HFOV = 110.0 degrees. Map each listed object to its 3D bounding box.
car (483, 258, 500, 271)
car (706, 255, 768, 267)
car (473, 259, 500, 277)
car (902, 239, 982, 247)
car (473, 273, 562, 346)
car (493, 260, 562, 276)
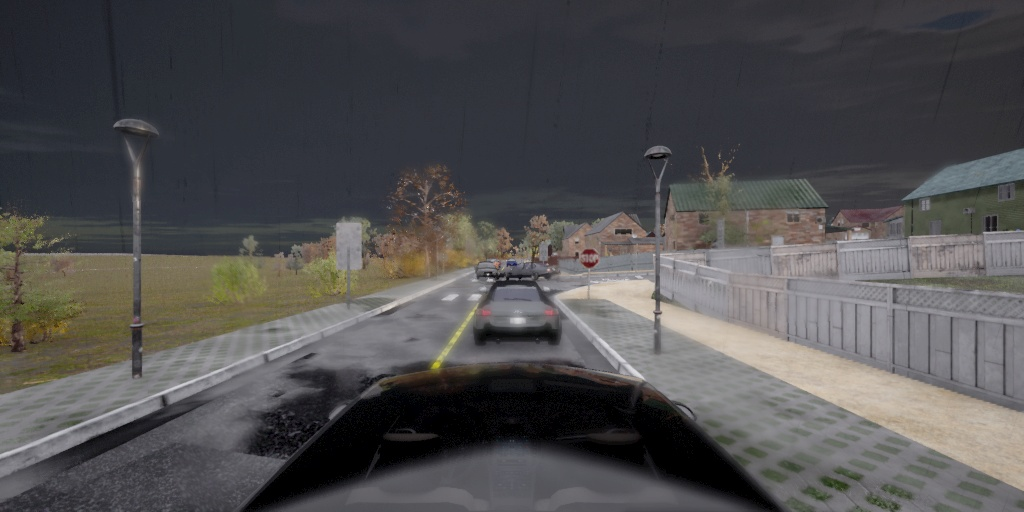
[{"bbox_3d":[-2.887,1.121,51.194,2.097,1.767,4.553,0,0,1],"label":"car"},{"bbox_3d":[14.370,0.413,22.855,4.181,1.385,1.994,-3,0,16],"label":"car"},{"bbox_3d":[-2.274,1.258,31.377,1.837,1.490,4.892,0,0,-8],"label":"car"},{"bbox_3d":[23.873,-0.208,20.441,4.902,1.511,2.128,-3,0,14],"label":"car"},{"bbox_3d":[0.096,1.313,9.453,1.994,1.385,4.181,0,0,-1],"label":"car"},{"bbox_3d":[1.315,1.198,28.468,5.357,1.411,2.033,-4,-3,43],"label":"car"}]
